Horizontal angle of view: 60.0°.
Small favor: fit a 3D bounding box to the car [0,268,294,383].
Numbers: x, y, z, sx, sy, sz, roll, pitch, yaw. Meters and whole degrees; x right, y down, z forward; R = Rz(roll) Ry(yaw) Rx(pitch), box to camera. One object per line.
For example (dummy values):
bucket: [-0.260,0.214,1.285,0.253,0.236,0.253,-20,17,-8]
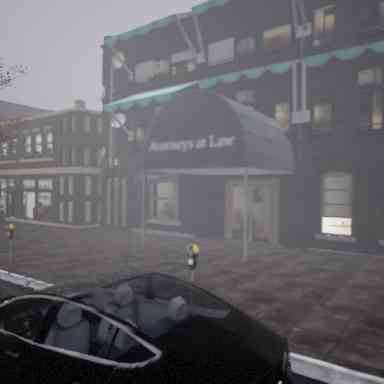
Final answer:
car: [-1.095,1.562,3.641,4.313,1.339,1.947,0,1,36]
